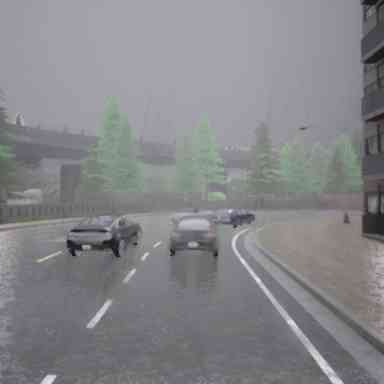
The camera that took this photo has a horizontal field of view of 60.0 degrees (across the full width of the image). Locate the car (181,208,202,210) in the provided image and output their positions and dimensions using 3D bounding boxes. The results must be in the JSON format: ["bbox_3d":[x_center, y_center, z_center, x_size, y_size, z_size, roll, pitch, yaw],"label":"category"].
[{"bbox_3d":[0.238,1.901,26.771,1.895,1.301,4.718,0,-1,30],"label":"car"}]

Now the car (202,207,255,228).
[{"bbox_3d":[3.028,1.824,24.669,2.033,1.411,5.357,0,-1,28],"label":"car"}]

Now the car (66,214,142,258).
[{"bbox_3d":[-3.337,1.645,13.467,2.128,1.511,4.902,0,0,4],"label":"car"}]

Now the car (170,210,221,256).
[{"bbox_3d":[0.191,1.681,13.780,1.812,1.442,4.674,0,-1,4],"label":"car"}]
